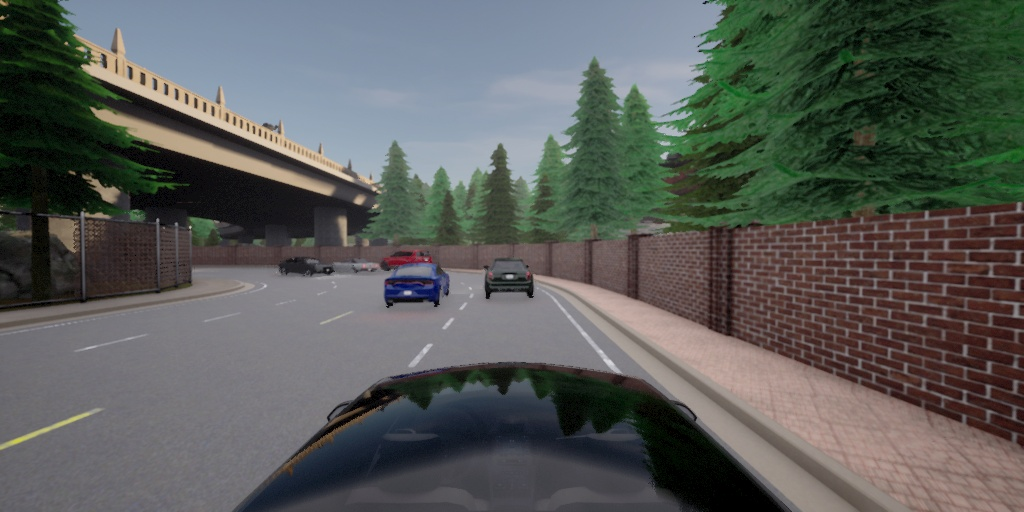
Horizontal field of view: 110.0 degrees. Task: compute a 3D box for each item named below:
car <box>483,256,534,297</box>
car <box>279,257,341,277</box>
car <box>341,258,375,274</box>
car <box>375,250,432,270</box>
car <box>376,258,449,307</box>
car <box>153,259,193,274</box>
[{"bbox_3d":[-0.261,0.854,16.966,2.097,1.767,4.553,0,1,-4],"label":"car"},{"bbox_3d":[-16.399,0.819,28.583,4.892,1.490,1.837,0,0,24],"label":"car"},{"bbox_3d":[-14.167,0.863,31.763,4.718,1.301,1.895,0,1,28],"label":"car"},{"bbox_3d":[-9.809,0.458,33.279,5.566,2.045,2.150,1,1,35],"label":"car"},{"bbox_3d":[-3.630,1.022,14.347,1.882,1.535,5.008,0,1,-4],"label":"car"},{"bbox_3d":[-28.156,0.805,28.618,4.902,1.511,2.128,0,1,10],"label":"car"}]
